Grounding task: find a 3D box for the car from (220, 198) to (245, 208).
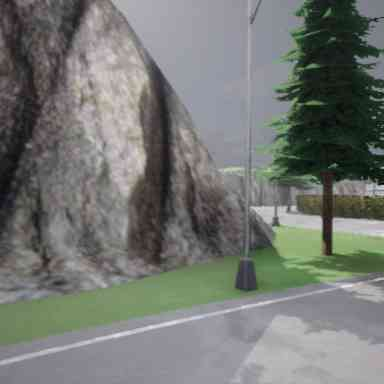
[{"bbox_3d":[6.182,1.594,49.220,4.902,1.511,2.128,1,0,-43],"label":"car"}]
